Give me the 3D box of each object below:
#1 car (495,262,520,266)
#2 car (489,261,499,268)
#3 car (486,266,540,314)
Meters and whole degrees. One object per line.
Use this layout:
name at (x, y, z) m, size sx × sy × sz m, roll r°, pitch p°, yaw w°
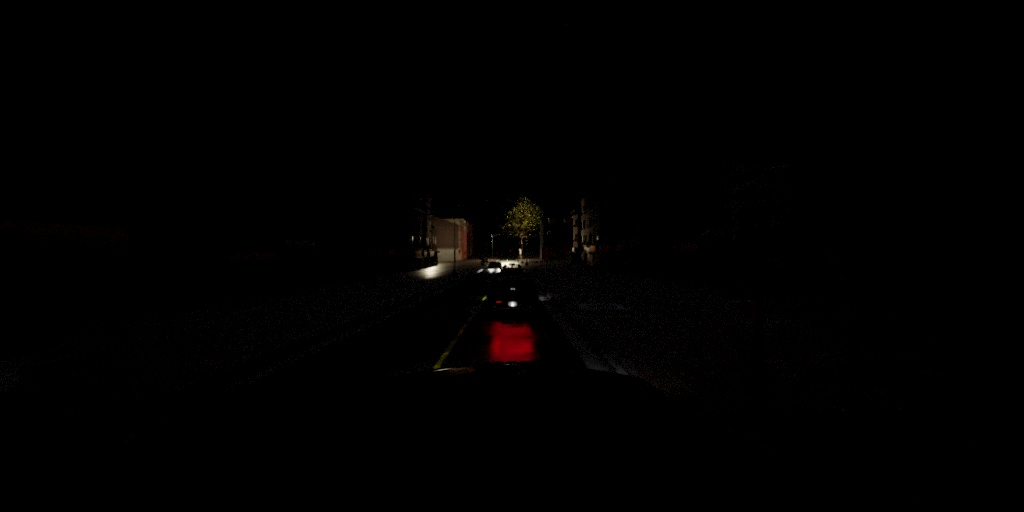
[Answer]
car at (0.025, 1.413, 29.231) m, size 2.128 × 1.511 × 4.902 m, roll 0°, pitch 0°, yaw 0°
car at (-2.825, 1.502, 60.499) m, size 1.994 × 1.385 × 4.181 m, roll 0°, pitch 1°, yaw 1°
car at (0.039, 1.342, 14.269) m, size 1.837 × 1.490 × 4.892 m, roll 0°, pitch 0°, yaw 0°
